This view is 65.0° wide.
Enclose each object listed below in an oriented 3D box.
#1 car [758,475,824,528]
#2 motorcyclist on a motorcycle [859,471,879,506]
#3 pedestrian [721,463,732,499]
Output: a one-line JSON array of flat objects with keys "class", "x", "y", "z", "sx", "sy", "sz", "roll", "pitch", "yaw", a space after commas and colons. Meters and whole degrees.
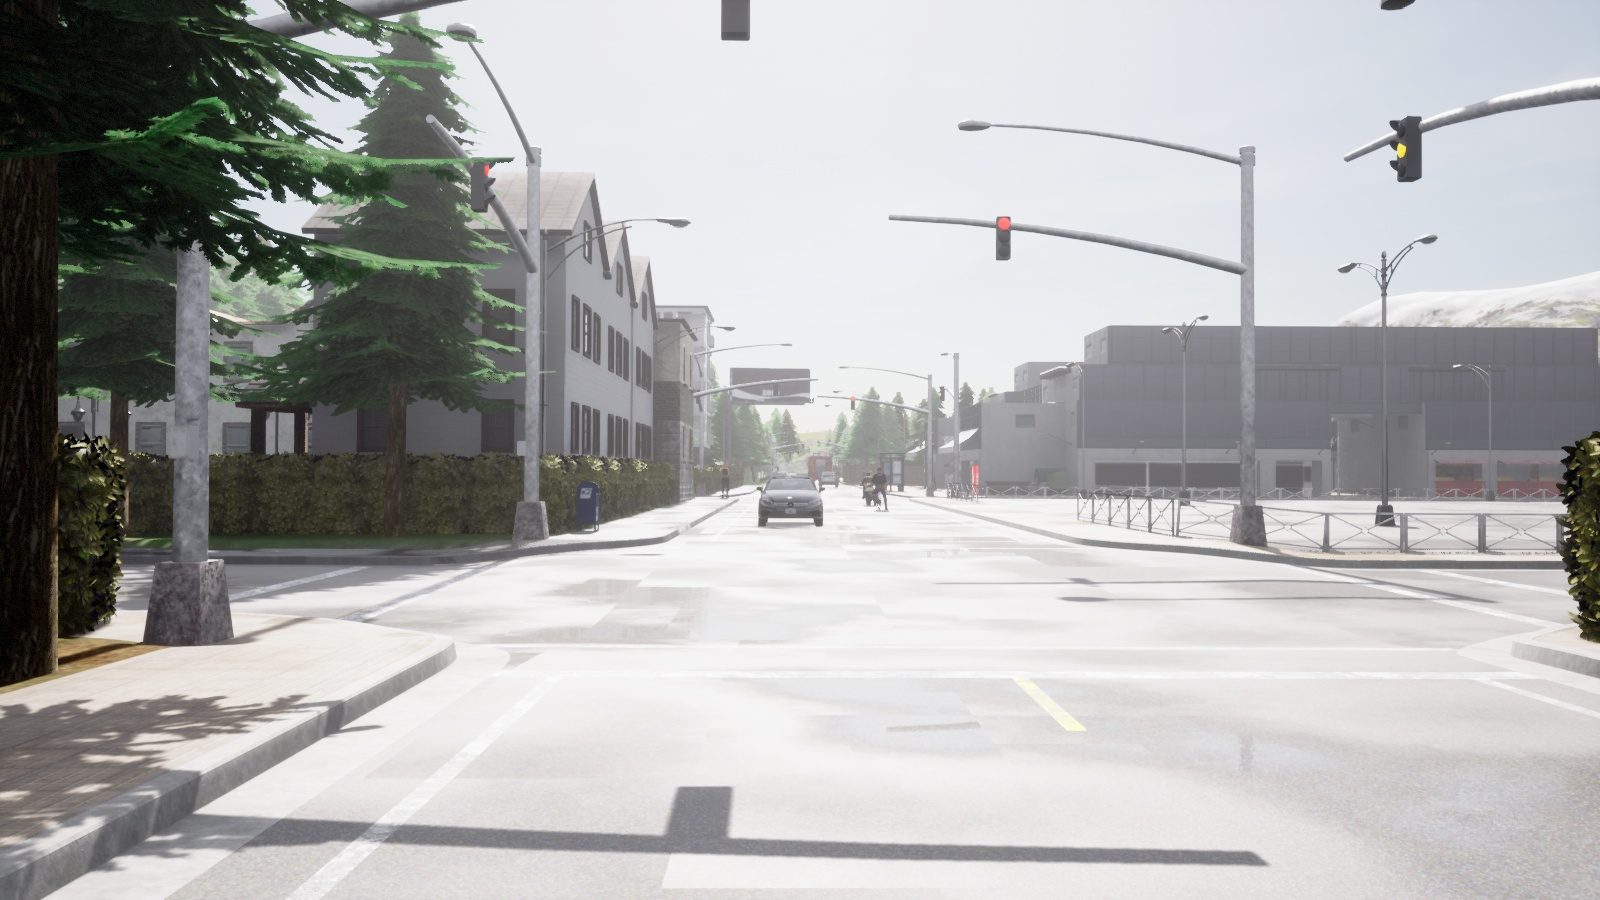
[{"class": "car", "x": -0.258, "y": 1.457, "z": 36.731, "sx": 1.812, "sy": 1.442, "sz": 4.674, "roll": 0, "pitch": -1, "yaw": 0}, {"class": "motorcyclist on a motorcycle", "x": 3.109, "y": 1.736, "z": 56.791, "sx": 0.797, "sy": 1.523, "sz": 2.044, "roll": 0, "pitch": -1, "yaw": 0}, {"class": "pedestrian", "x": -3.770, "y": 1.562, "z": 64.170, "sx": 0.345, "sy": 1.836, "sz": 0.594, "roll": -1, "pitch": -1, "yaw": 18}]
